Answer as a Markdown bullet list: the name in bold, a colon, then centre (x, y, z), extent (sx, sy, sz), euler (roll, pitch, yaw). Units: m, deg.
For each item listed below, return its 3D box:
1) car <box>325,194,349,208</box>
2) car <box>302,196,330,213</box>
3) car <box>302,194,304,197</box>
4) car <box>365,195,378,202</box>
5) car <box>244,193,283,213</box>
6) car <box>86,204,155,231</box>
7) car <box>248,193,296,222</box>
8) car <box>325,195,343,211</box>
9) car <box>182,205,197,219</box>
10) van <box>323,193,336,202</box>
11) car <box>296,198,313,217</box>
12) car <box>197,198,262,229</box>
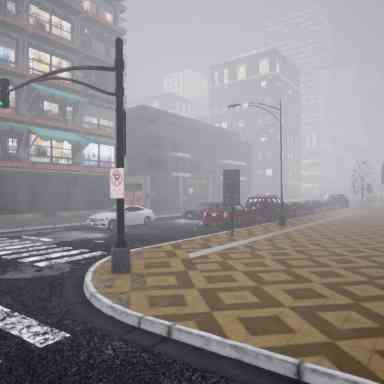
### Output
- **car**: centre (18.995, 1.167, 43.302), extent (2.192, 1.841, 5.009), euler (-1, 0, 36)
- **car**: centre (12.375, 1.421, 34.287), extent (1.887, 1.381, 4.507), euler (-1, 0, 36)
- **car**: centre (22.481, 1.439, 61.352), extent (1.752, 1.417, 4.829), euler (-1, 0, 36)
- **car**: centre (35.555, 1.333, 65.838), extent (1.887, 1.381, 4.507), euler (-1, 0, 36)
- **car**: centre (8.166, 1.165, 37.689), extent (2.150, 2.045, 5.566), euler (-1, 0, 37)
- **car**: centre (-4.303, 1.515, 20.734), extent (1.812, 1.442, 4.674), euler (-1, 0, 36)
- **car**: centre (5.750, 1.215, 25.273), extent (2.192, 1.841, 5.009), euler (-1, 0, 36)
- **car**: centre (15.686, 1.415, 38.794), extent (2.008, 1.369, 4.403), euler (-1, 0, 36)
- **car**: centre (1.404, 1.516, 28.497), extent (2.033, 1.411, 5.357), euler (-1, 0, 36)
- **van**: centre (29.203, 1.229, 70.504), extent (1.690, 1.788, 3.998), euler (-1, 0, 36)
- **car**: centre (9.064, 1.470, 29.779), extent (1.802, 1.307, 4.206), euler (-1, 0, 36)
- **car**: centre (2.439, 1.352, 20.765), extent (1.967, 1.590, 4.097), euler (-1, 0, 36)
